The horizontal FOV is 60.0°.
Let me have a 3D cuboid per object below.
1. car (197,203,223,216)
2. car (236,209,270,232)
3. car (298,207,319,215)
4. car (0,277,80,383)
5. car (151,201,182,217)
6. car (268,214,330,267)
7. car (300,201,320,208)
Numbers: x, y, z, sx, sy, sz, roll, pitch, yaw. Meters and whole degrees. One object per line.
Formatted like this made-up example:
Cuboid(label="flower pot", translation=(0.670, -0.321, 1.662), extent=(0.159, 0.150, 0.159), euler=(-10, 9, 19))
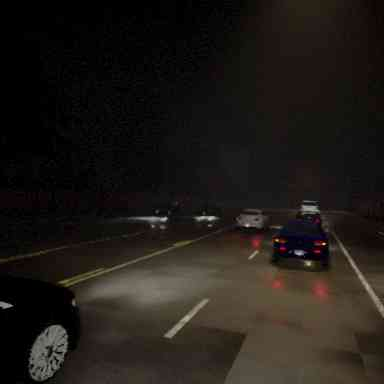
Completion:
Cuboid(label="car", translation=(2.199, 1.997, 38.429), extent=(2.033, 1.411, 5.357), euler=(2, -1, 20))
Cuboid(label="car", translation=(4.267, 1.891, 22.988), extent=(1.812, 1.442, 4.674), euler=(2, 0, 20))
Cuboid(label="car", translation=(9.234, 2.162, 26.429), extent=(1.895, 1.301, 4.718), euler=(2, -1, 20))
Cuboid(label="car", translation=(-2.997, 1.423, 2.796), extent=(2.128, 1.511, 4.902), euler=(2, -1, 20))
Cuboid(label="car", translation=(-2.620, 1.754, 35.378), extent=(2.128, 1.511, 4.902), euler=(2, -1, 20))
Cuboid(label="car", translation=(4.179, 1.787, 12.681), extent=(1.812, 1.442, 4.674), euler=(2, -1, 20))
Cuboid(label="car", translation=(14.682, 2.107, 41.511), extent=(2.150, 2.045, 5.566), euler=(2, -1, 20))
